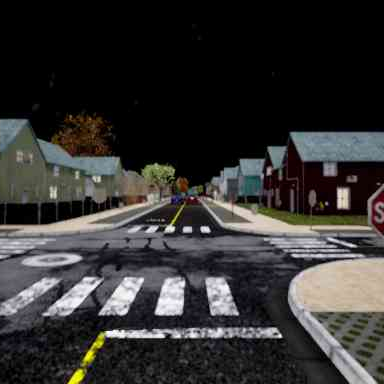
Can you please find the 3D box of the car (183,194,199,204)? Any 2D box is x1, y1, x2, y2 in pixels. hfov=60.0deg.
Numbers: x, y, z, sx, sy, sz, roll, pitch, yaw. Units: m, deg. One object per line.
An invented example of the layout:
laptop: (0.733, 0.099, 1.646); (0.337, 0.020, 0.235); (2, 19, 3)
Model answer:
car: (0.050, 1.201, 57.255); (2.097, 1.767, 4.553); (0, 0, 0)

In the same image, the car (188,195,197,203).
car: (0.060, 1.387, 67.289); (1.812, 1.442, 4.674); (0, 0, 0)

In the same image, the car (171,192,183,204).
car: (-2.695, 1.075, 61.429); (2.150, 2.045, 5.566); (0, 0, 0)
